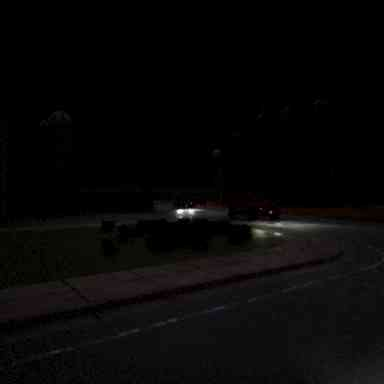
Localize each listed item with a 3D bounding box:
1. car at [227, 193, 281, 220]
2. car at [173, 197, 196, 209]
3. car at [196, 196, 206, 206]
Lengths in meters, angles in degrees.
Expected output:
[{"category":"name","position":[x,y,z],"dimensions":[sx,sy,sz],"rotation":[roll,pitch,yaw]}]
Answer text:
[{"category":"car","position":[4.747,1.102,26.460],"dimensions":[2.150,2.045,5.566],"rotation":[0,0,-19]},{"category":"car","position":[-1.230,1.545,45.484],"dimensions":[1.895,1.301,4.718],"rotation":[0,0,-13]},{"category":"car","position":[0.916,1.458,52.664],"dimensions":[1.837,1.490,4.892],"rotation":[0,0,-9]}]
